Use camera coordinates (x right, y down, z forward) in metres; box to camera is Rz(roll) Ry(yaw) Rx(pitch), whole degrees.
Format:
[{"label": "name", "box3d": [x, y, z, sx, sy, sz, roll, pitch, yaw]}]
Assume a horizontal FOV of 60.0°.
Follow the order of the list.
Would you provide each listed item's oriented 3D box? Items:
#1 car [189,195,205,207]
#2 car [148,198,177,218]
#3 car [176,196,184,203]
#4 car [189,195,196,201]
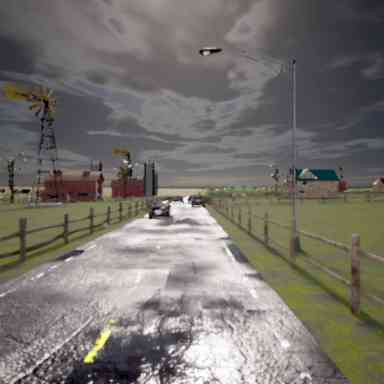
[{"label": "car", "box3d": [0.980, 1.453, 53.798, 2.097, 1.767, 4.553, 0, 0, 0]}, {"label": "car", "box3d": [-2.835, 1.539, 30.435, 2.128, 1.511, 4.902, 0, 0, 0]}, {"label": "car", "box3d": [-2.725, 1.619, 71.868, 1.812, 1.442, 4.674, 0, 0, 0]}, {"label": "car", "box3d": [0.031, 1.541, 89.403, 1.882, 1.535, 5.008, 0, 0, 0]}]
